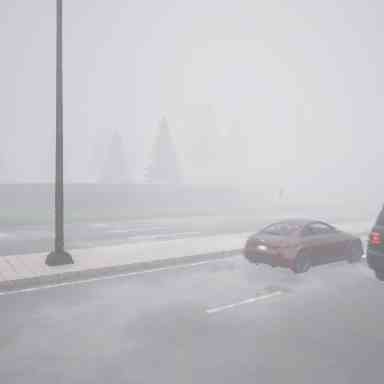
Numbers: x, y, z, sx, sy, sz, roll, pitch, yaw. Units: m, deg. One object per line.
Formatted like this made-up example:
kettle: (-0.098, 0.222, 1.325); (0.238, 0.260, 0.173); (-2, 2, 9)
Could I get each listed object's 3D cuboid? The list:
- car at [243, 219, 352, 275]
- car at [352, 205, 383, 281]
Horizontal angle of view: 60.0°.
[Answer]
car: (3.626, 1.563, 10.633); (4.181, 1.385, 1.994); (0, 0, -35)
car: (6.705, 1.222, 8.528); (5.566, 2.045, 2.150); (0, 0, -35)
